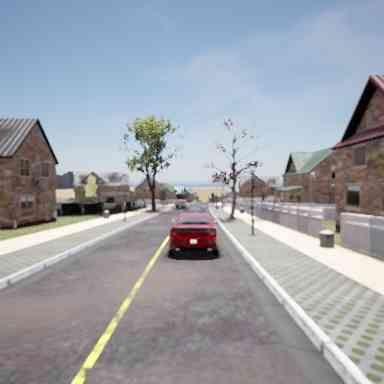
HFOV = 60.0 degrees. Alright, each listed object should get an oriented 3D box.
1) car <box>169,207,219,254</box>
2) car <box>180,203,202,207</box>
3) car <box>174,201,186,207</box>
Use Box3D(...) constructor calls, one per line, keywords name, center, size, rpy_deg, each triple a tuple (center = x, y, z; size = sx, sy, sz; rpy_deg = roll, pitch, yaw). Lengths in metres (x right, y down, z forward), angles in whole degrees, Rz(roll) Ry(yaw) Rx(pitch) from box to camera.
Box3D(name="car", center=(0.097, 1.626, 14.252), size=(1.882, 1.535, 5.008), rpy_deg=(0, 0, 1))
Box3D(name="car", center=(0.291, 1.882, 28.473), size=(1.994, 1.385, 4.181), rpy_deg=(0, -1, 2))
Box3D(name="car", center=(-1.788, 2.204, 54.634), size=(1.837, 1.490, 4.892), rpy_deg=(0, -2, 2))
